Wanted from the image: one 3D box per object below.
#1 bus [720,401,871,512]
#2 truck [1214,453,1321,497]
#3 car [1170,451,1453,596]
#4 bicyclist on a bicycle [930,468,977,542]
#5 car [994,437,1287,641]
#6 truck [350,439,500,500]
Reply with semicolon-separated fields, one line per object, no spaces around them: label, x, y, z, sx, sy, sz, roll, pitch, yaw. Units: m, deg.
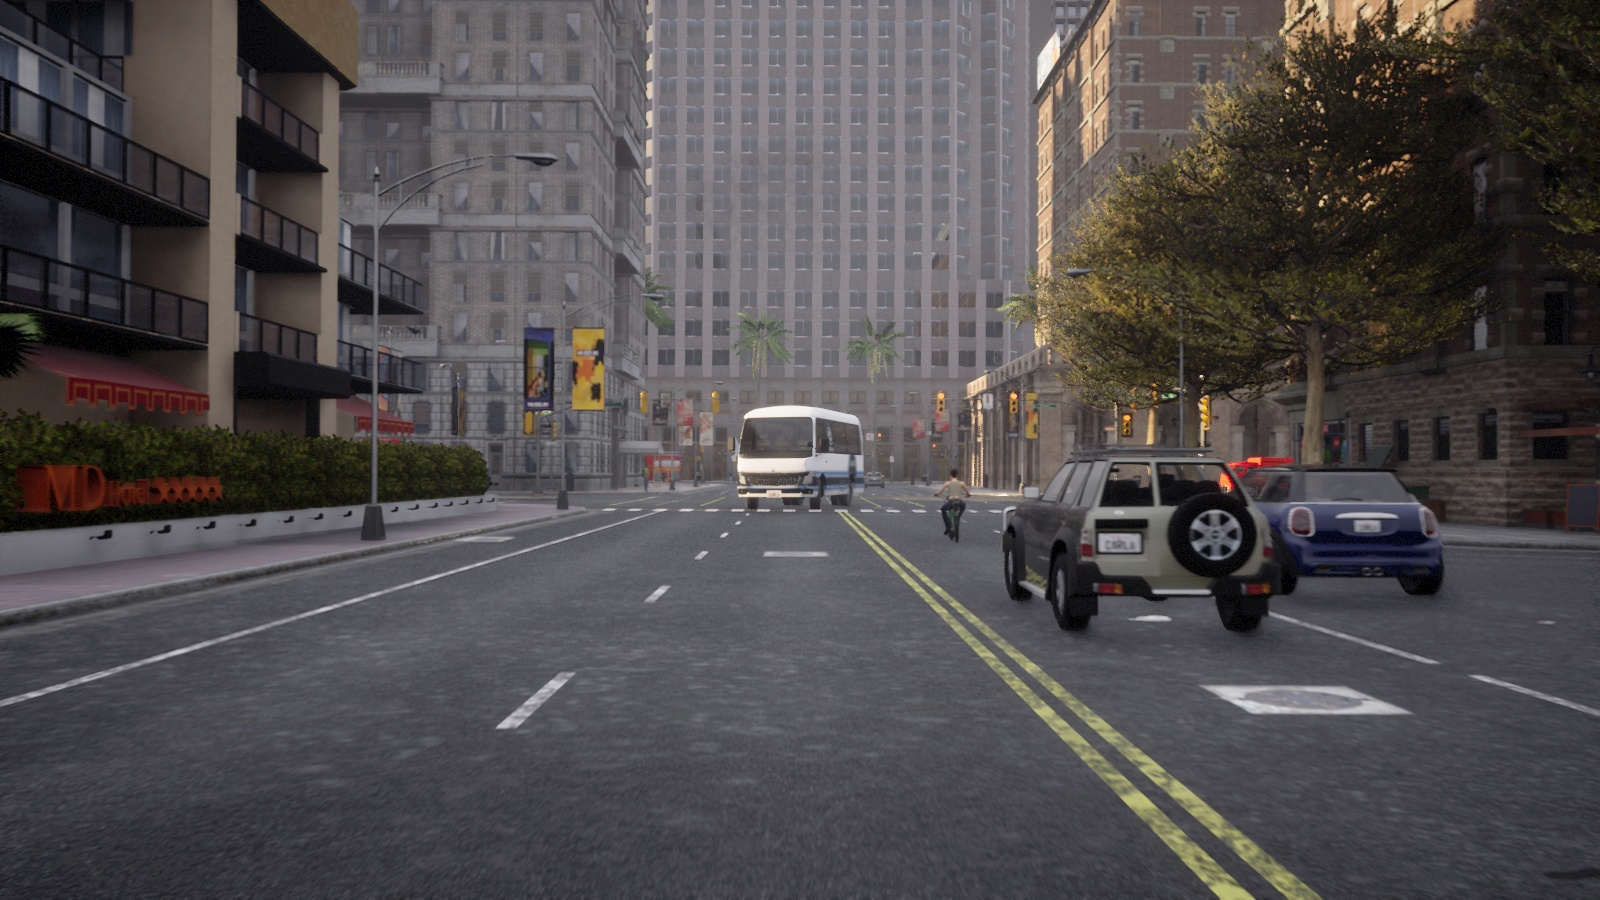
bus;0.083;0.336;53.656;3.944;4.253;10.273;-1;-1;14
truck;27.208;1.444;73.248;5.204;2.467;2.627;0;-1;0
car;6.956;0.942;17.705;2.097;1.767;4.553;0;-1;0
bicyclist on a bicycle;3.435;1.210;28.217;0.866;1.612;1.509;0;-1;0
car;3.465;0.848;13.764;1.932;1.855;4.605;0;-1;0
truck;-21.823;1.149;73.407;7.936;3.462;2.891;0;-1;0
